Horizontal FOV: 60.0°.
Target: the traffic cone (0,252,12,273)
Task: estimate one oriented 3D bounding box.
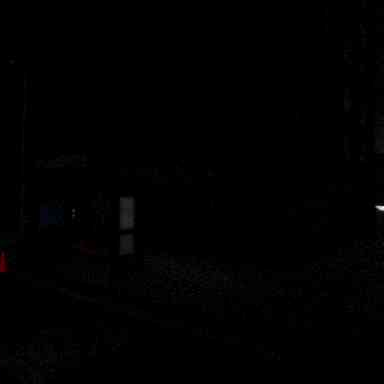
[{"bbox_3d":[-5.703,2.116,10.094,0.340,0.580,0.340,0,-1,37],"label":"traffic cone"}]
